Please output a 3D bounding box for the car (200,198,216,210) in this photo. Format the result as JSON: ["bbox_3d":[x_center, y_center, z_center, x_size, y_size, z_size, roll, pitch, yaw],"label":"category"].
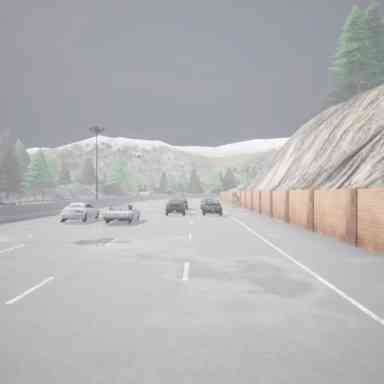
[{"bbox_3d":[2.036,1.525,43.171,1.812,1.442,4.674,0,0,1],"label":"car"}]

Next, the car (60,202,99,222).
[{"bbox_3d":[-8.647,1.525,25.844,1.812,1.442,4.674,0,0,1],"label":"car"}]

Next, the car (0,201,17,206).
[{"bbox_3d":[-19.194,1.601,33.500,1.895,1.301,4.718,0,0,1],"label":"car"}]

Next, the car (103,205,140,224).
[{"bbox_3d":[-5.153,1.600,25.021,1.895,1.301,4.718,0,0,1],"label":"car"}]

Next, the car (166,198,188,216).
[{"bbox_3d":[-1.570,1.505,32.906,1.837,1.490,4.892,0,0,0],"label":"car"}]

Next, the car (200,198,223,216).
[{"bbox_3d":[1.929,1.491,32.714,2.128,1.511,4.902,0,0,1],"label":"car"}]
